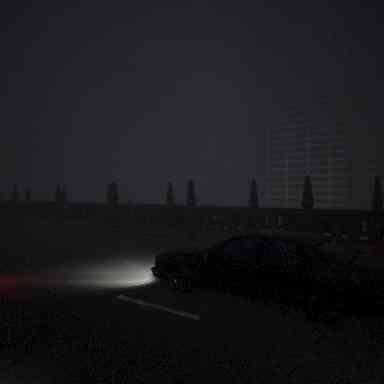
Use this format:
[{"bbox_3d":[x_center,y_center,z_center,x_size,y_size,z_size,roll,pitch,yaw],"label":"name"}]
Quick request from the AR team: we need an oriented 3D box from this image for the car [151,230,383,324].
[{"bbox_3d":[1.635,1.548,7.126,5.357,1.411,2.033,0,0,35],"label":"car"}]
